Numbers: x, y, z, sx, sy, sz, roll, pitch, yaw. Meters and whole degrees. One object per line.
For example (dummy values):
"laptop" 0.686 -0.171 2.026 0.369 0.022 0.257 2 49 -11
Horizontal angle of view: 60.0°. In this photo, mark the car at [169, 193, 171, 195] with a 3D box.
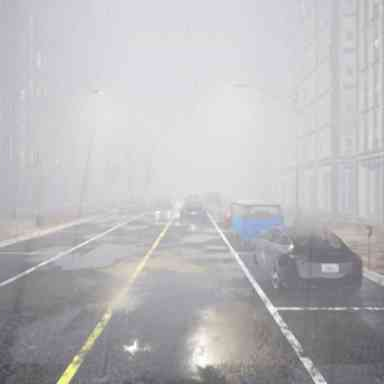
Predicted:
"car" -5.697 1.064 65.497 1.947 1.339 4.313 0 0 0

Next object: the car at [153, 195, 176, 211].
"car" -3.100 1.293 36.664 1.994 1.385 4.181 0 0 0

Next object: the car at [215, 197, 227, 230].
"car" 2.690 1.296 19.949 1.967 1.590 4.097 0 0 0

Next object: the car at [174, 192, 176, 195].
"car" -3.012 0.751 77.702 2.033 1.411 5.357 0 0 0

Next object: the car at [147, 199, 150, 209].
"car" -5.693 1.277 37.036 2.008 1.369 4.403 0 0 0

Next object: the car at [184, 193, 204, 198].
"car" 0.093 1.038 42.136 2.097 1.767 4.553 0 0 0

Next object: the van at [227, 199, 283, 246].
"van" 2.691 1.239 14.257 1.690 1.788 3.998 0 0 0

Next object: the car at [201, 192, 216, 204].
"car" 2.686 0.906 54.100 2.192 1.841 5.009 0 0 0

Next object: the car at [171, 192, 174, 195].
"car" -5.698 0.985 76.879 1.802 1.307 4.206 0 0 0

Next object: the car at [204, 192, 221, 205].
"car" 2.688 0.997 42.715 2.192 1.841 5.009 0 0 0

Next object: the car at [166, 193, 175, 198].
"car" -5.701 0.856 88.264 2.008 1.369 4.403 0 0 0

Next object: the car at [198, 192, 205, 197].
"car" 2.679 0.822 93.945 1.947 1.339 4.313 0 0 0

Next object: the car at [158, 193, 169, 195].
"car" -5.696 1.096 59.804 2.008 1.369 4.403 0 0 0

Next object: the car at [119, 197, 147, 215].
"car" -5.692 1.297 31.172 1.752 1.417 4.829 0 0 0

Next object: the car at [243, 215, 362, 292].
"car" 2.692 1.505 8.565 1.947 1.339 4.313 0 0 0

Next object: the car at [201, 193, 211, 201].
"car" 2.684 1.022 65.654 1.752 1.417 4.829 0 0 0

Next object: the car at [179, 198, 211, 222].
"car" 0.095 1.385 24.718 1.994 1.385 4.181 0 1 0
